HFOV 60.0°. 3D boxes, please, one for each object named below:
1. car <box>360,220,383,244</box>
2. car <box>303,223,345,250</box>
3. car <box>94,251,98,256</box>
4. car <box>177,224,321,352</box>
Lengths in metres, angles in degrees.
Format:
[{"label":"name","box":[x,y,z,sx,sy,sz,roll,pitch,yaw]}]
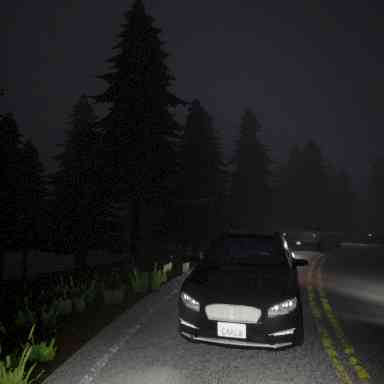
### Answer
[{"label":"car","box":[15.882,3.227,26.472,5.566,2.045,2.150,8,-8,-28]},{"label":"car","box":[6.526,2.310,17.731,1.895,1.301,4.718,-3,-6,39]},{"label":"car","box":[-20.219,13.650,73.004,4.181,1.381,1.994,-2,-5,31]},{"label":"car","box":[1.138,1.562,6.623,2.128,1.511,4.902,-1,-2,15]}]
